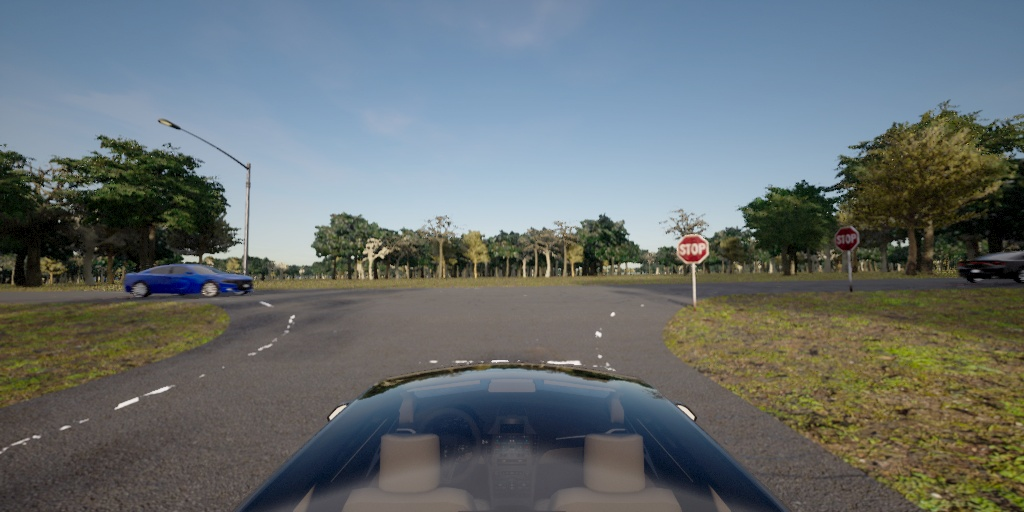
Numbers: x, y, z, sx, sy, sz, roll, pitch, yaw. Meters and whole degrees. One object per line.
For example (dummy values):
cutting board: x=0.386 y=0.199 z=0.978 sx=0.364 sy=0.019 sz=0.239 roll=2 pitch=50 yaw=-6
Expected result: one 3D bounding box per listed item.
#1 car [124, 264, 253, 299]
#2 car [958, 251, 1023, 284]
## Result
car: x=-14.697 y=1.123 z=16.484 sx=5.008 sy=1.535 sz=1.882 roll=-1 pitch=-3 yaw=0
car: x=24.288 y=0.509 z=16.940 sx=5.008 sy=1.535 sz=1.882 roll=-1 pitch=-3 yaw=-1
